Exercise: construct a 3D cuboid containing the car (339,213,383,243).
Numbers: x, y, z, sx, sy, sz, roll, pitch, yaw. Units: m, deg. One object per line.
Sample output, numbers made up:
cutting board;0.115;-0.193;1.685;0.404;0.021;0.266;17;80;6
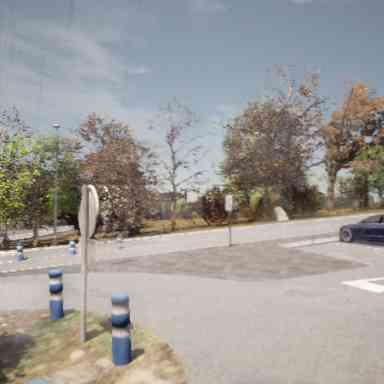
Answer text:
car;9.109;1.665;15.456;2.163;1.488;4.792;-4;-2;-21
